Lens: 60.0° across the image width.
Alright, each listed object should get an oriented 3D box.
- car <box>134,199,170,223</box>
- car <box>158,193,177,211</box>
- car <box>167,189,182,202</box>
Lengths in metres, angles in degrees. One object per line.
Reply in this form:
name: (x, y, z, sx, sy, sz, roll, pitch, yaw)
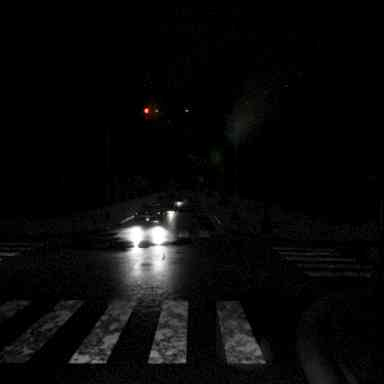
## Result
car: (-2.869, 1.421, 23.681, 1.895, 1.301, 4.718, 0, 1, 0)
car: (-2.874, 1.136, 35.527, 1.837, 1.490, 4.892, 0, 1, 0)
car: (-2.834, 0.492, 54.445, 2.150, 2.045, 5.566, 0, 1, 0)
